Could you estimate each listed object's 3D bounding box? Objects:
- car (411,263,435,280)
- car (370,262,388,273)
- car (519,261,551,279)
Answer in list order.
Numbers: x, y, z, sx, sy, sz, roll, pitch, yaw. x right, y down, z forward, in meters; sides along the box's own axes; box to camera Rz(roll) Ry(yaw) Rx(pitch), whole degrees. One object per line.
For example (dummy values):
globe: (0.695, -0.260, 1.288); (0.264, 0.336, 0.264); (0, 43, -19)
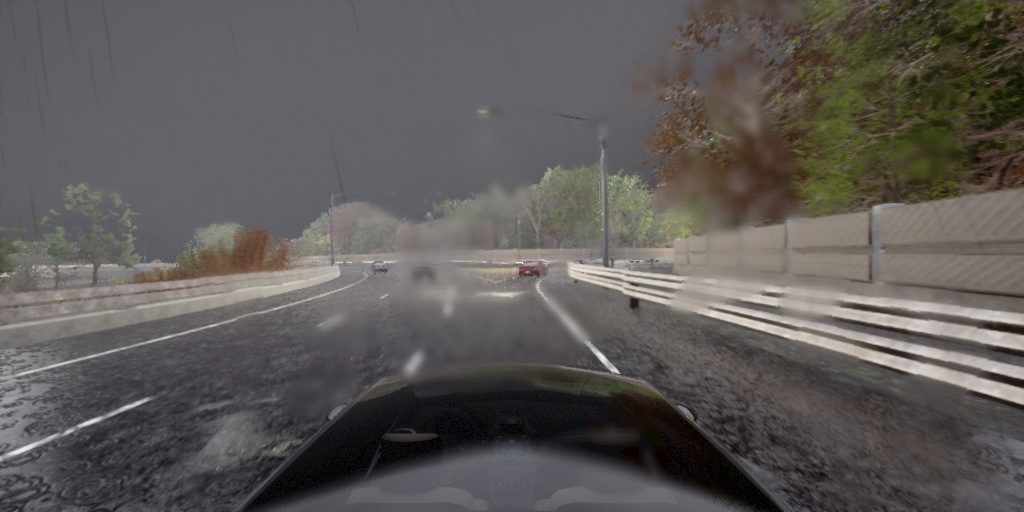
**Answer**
car: (-8.109, 1.372, 32.827); (1.837, 1.490, 4.892); (0, 0, -16)
car: (-18.486, 1.567, 49.601); (2.033, 1.411, 5.357); (-1, 0, -28)
car: (2.149, 1.194, 32.748); (1.882, 1.535, 5.008); (-2, 0, 20)
